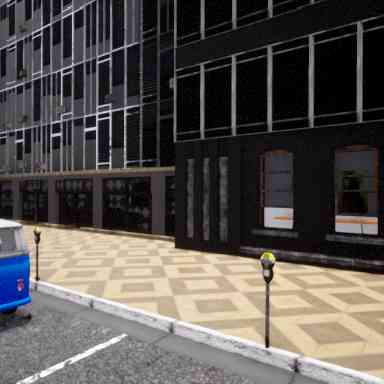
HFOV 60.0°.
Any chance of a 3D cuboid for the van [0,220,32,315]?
[{"bbox_3d":[-4.711,1.340,6.249,3.998,1.788,1.690,0,0,36],"label":"van"}]
